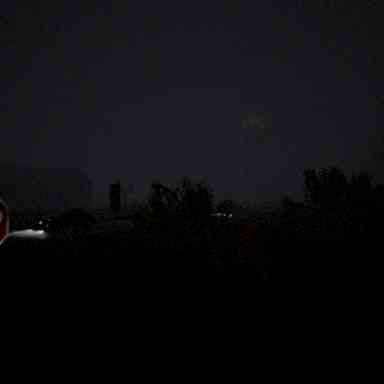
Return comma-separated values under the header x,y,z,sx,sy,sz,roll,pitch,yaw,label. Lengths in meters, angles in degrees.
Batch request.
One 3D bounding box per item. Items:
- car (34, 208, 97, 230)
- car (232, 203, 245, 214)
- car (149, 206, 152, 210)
x,y,z,sx,sy,sz,roll,pitch,yaw,label
-8.748,1.837,23.277,1.994,1.385,4.181,0,-1,33,car
5.160,2.061,43.281,1.994,1.385,4.181,0,0,37,car
-3.286,1.893,31.668,1.812,1.442,4.674,0,0,35,car
